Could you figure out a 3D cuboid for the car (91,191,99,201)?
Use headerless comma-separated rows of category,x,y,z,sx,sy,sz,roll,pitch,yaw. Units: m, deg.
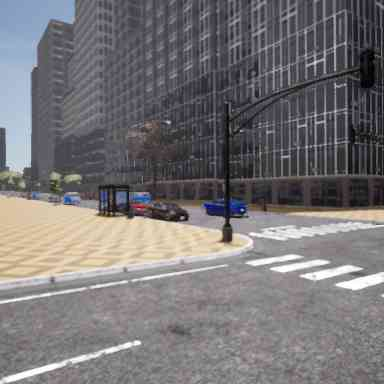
car,-17.332,1.043,63.770,1.802,1.307,4.206,0,1,-34

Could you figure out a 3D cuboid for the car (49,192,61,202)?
car,-24.252,1.109,59.043,2.008,1.369,4.403,0,1,-34

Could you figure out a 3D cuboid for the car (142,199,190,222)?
car,-1.914,1.492,26.120,1.947,1.339,4.313,0,1,-34

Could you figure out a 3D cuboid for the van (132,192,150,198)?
van,-7.713,0.962,49.689,1.690,1.788,3.998,0,1,-34

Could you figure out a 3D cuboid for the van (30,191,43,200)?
van,-33.870,0.738,73.119,1.690,1.788,3.998,0,1,-34

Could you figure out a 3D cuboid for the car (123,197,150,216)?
car,-5.107,1.456,30.825,1.802,1.307,4.206,0,1,-34

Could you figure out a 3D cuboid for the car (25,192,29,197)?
car,-37.076,0.783,77.812,1.967,1.590,4.097,0,1,-34

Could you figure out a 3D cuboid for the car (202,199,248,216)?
car,2.800,1.332,29.694,1.882,1.535,5.008,-1,1,-34

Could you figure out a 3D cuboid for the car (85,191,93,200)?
car,-20.538,0.723,68.460,2.192,1.841,5.009,0,1,-34

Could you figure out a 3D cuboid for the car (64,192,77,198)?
car,-30.158,0.797,82.540,2.008,1.369,4.403,0,1,-34

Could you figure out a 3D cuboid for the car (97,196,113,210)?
car,-8.265,1.388,35.550,1.947,1.339,4.313,0,1,-34

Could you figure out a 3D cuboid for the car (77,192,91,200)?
car,-23.745,0.794,73.153,1.967,1.590,4.097,0,1,-34

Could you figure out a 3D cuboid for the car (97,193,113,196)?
car,-13.030,1.163,52.866,1.994,1.385,4.181,-1,1,-34

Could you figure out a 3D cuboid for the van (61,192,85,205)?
van,-17.838,1.007,49.655,1.690,1.788,3.998,0,1,-34
